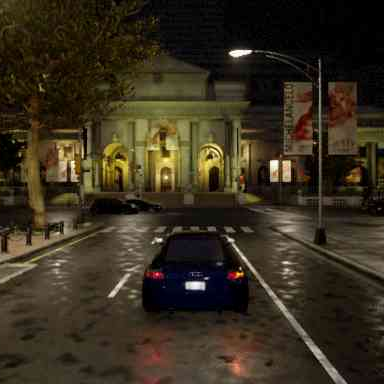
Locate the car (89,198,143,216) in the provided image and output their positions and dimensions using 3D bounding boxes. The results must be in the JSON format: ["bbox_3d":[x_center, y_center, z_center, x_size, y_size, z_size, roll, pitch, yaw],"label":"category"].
[{"bbox_3d":[-7.294,1.349,31.633,4.553,1.767,2.097,0,0,0],"label":"car"}]

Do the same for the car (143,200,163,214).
[{"bbox_3d":[-5.539,1.502,35.123,4.892,1.490,1.837,0,0,0],"label":"car"}]

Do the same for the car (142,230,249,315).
[{"bbox_3d":[0.073,1.563,7.676,1.994,1.385,4.181,0,0,0],"label":"car"}]

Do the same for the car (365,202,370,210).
[{"bbox_3d":[20.923,1.488,34.979,4.902,1.511,2.128,0,0,0],"label":"car"}]

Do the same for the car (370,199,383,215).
[{"bbox_3d":[19.759,1.561,31.485,4.181,1.385,1.994,0,0,0],"label":"car"}]
